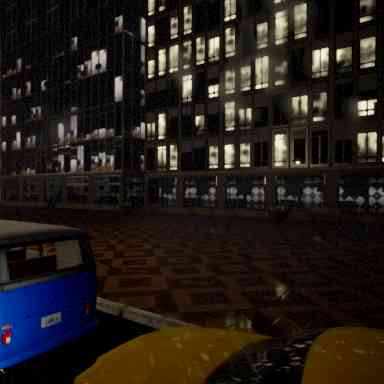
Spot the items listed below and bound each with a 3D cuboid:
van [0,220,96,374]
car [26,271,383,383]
[{"bbox_3d":[-3.238,1.341,5.175,3.998,1.788,1.690,0,0,35],"label":"van"},{"bbox_3d":[1.123,1.525,2.066,4.829,1.417,1.752,0,0,35],"label":"car"}]
